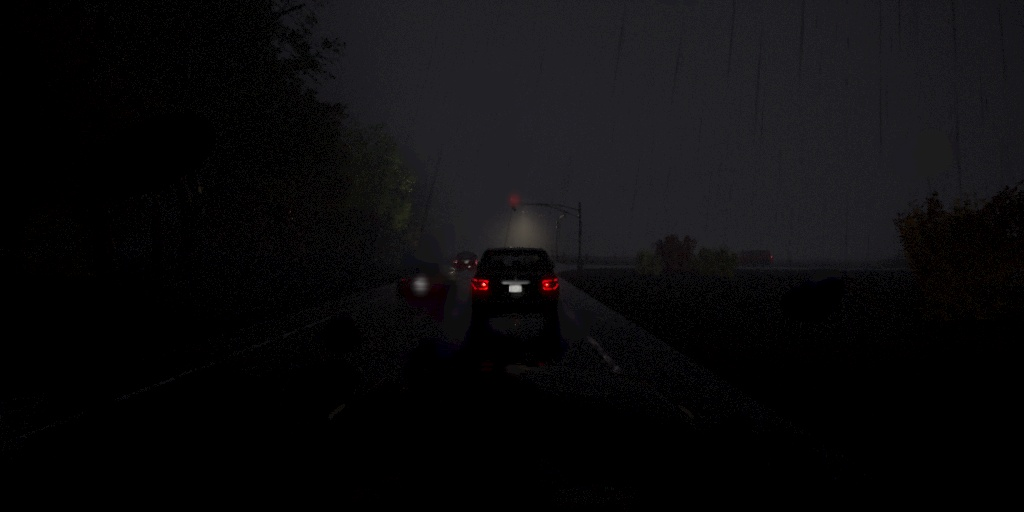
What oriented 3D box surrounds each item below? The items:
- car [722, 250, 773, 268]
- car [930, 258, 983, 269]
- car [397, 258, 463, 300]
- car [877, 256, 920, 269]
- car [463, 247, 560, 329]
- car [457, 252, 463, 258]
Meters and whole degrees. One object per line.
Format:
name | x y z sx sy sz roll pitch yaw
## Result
car | 27.852 0.303 42.638 5.566 2.045 2.150 1 0 0
car | 48.518 0.888 38.958 5.357 1.411 2.033 1 0 0
car | -3.398 0.974 15.290 1.994 1.385 4.181 0 1 0
car | 46.244 0.778 42.511 4.902 1.511 2.128 1 0 1
car | 0.098 0.750 10.539 2.150 2.045 5.566 0 1 0
car | -3.398 0.425 28.811 2.097 1.767 4.553 0 1 0
